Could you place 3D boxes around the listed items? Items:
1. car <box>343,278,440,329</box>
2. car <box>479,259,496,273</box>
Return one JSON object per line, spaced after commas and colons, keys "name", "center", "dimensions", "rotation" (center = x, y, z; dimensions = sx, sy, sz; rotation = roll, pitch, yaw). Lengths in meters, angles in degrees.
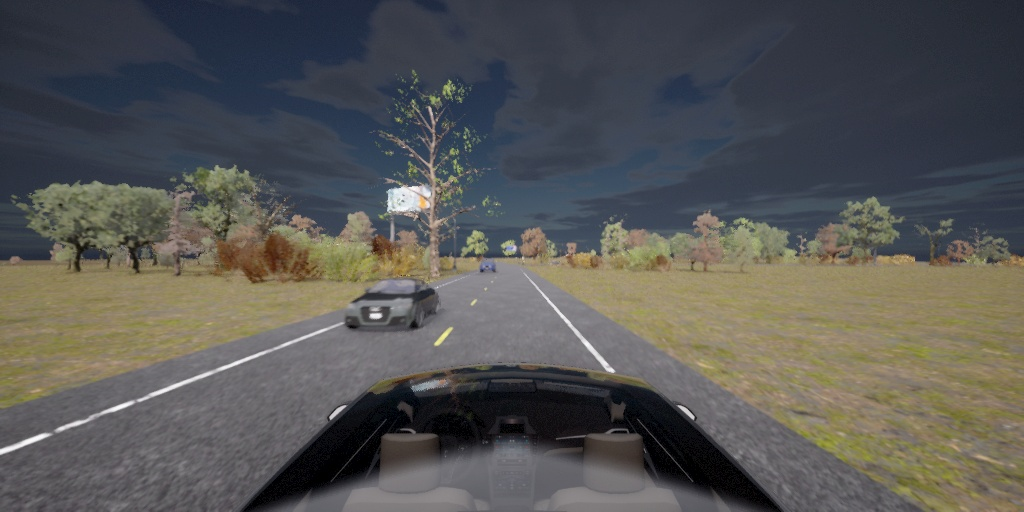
{"name": "car", "center": [-3.599, 1.399, 11.448], "dimensions": [1.994, 1.385, 4.181], "rotation": [0, -1, 0]}
{"name": "car", "center": [-3.552, 1.431, 53.443], "dimensions": [2.150, 2.045, 5.566], "rotation": [0, 0, 1]}
